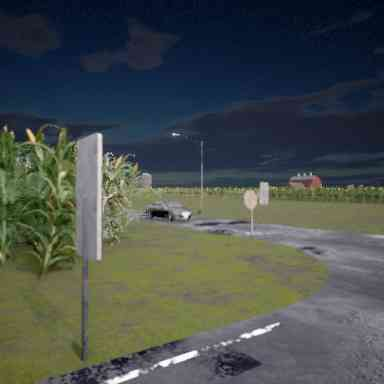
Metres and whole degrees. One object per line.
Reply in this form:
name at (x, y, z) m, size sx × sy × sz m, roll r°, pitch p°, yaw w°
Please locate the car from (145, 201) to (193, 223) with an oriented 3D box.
car at (-1.852, 1.471, 25.778) m, size 2.128 × 1.511 × 4.902 m, roll 1°, pitch 0°, yaw -36°
